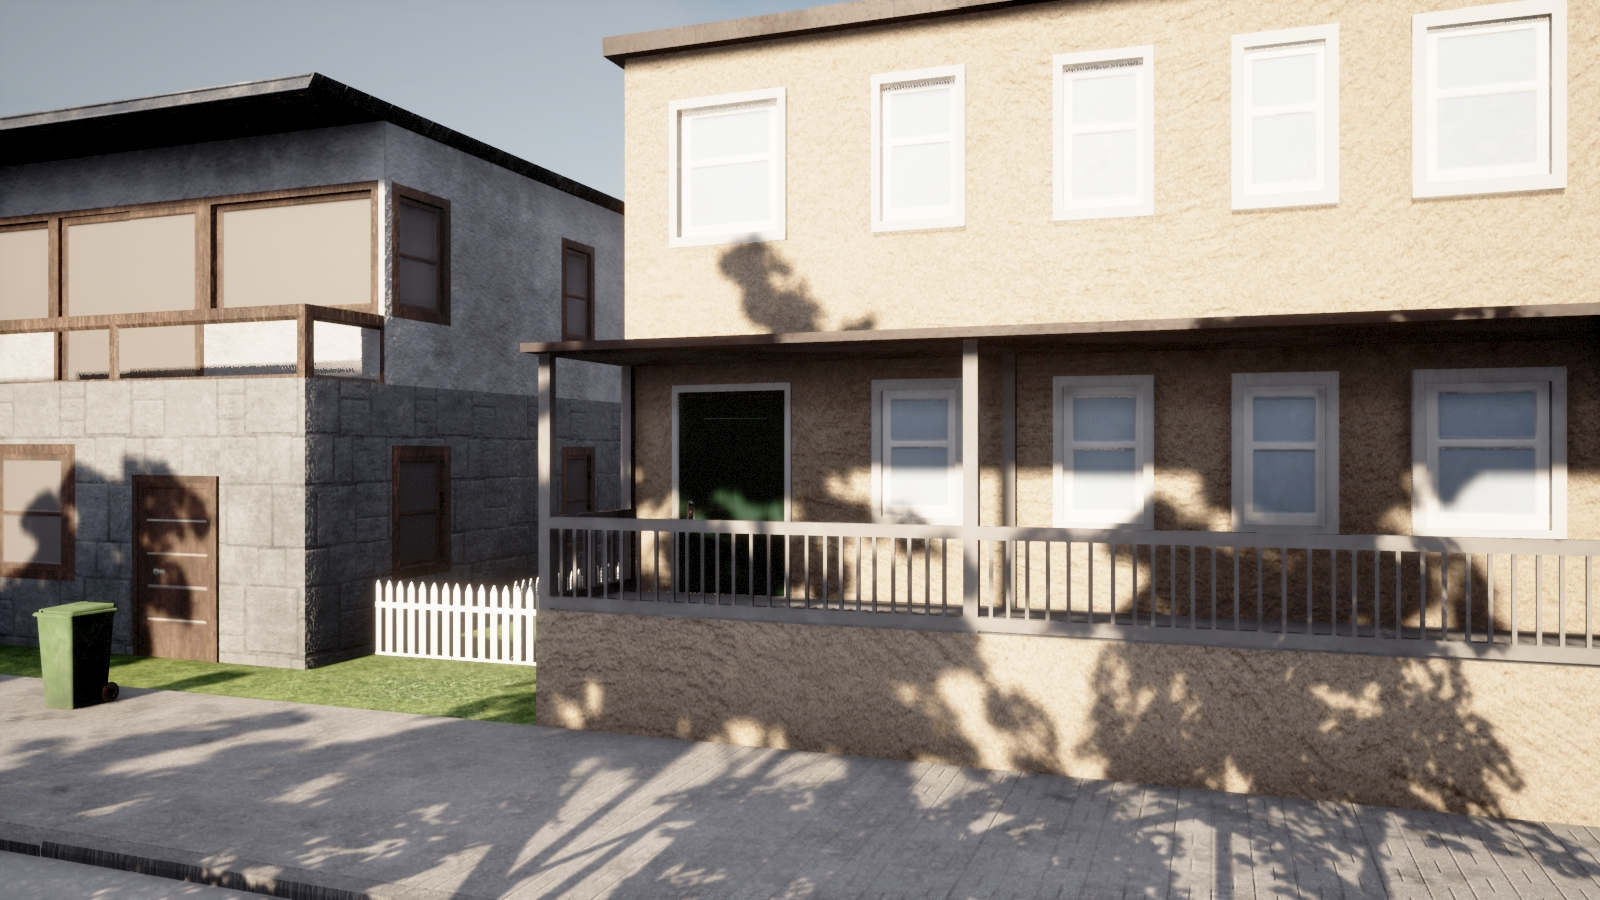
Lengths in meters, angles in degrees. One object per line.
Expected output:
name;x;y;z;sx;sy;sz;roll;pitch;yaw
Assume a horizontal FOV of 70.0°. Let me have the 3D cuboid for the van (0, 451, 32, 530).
van;-27.753;1.329;35.973;1.988;2.561;5.915;0;0;20
